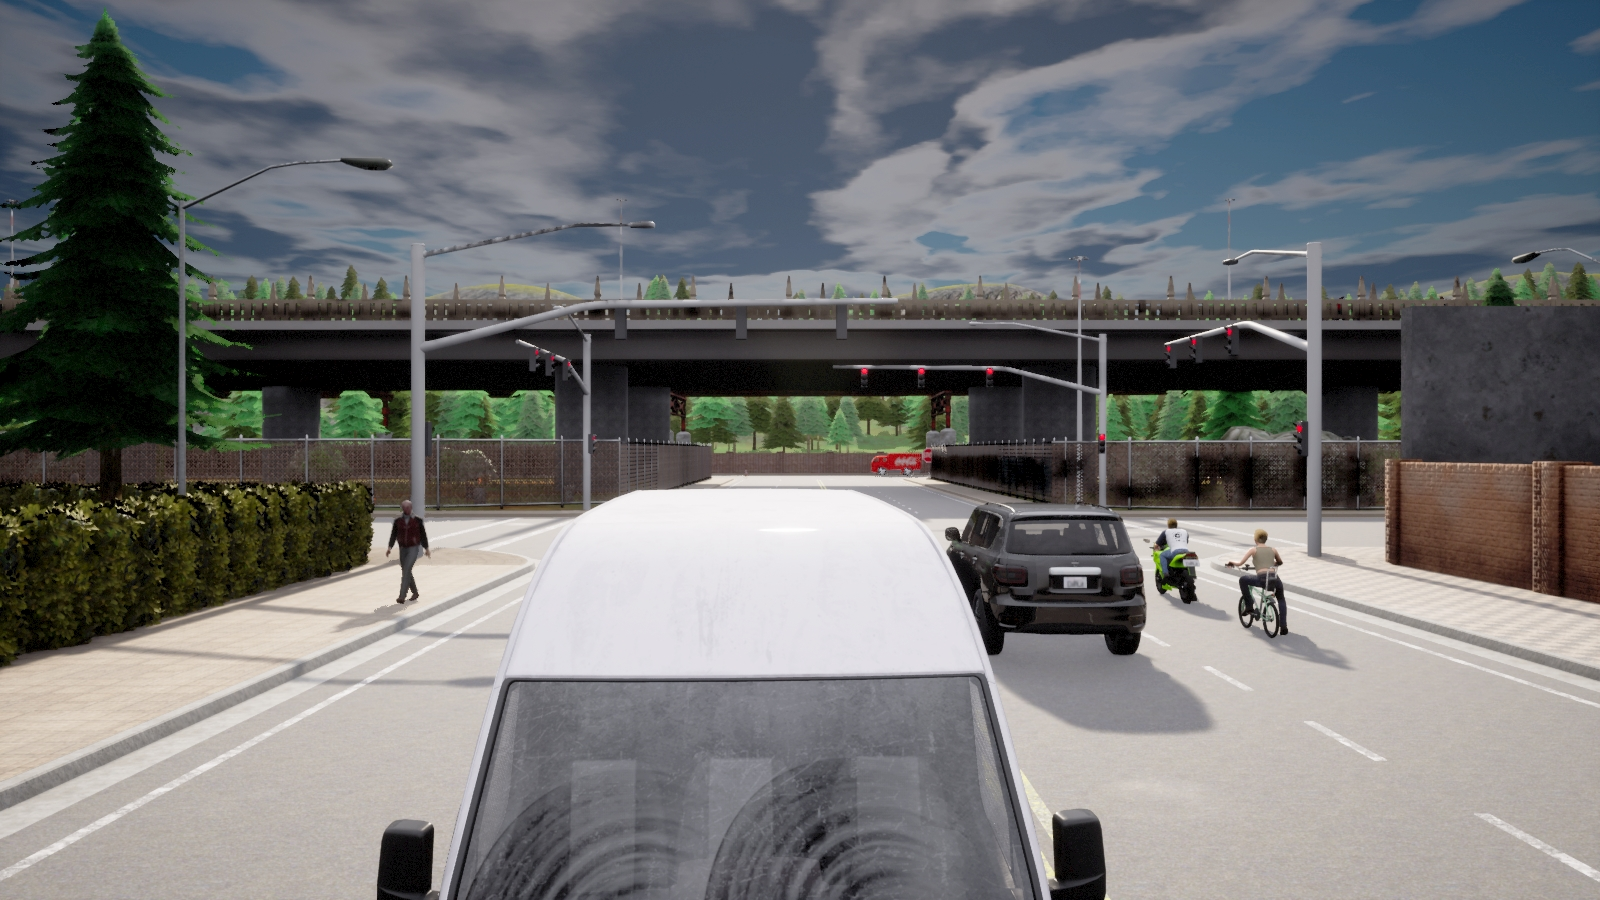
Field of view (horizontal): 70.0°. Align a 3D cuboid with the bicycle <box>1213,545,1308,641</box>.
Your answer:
[{"bbox_3d":[7.010,2.159,17.481,0.859,1.276,1.487,0,0,0],"label":"bicycle"}]

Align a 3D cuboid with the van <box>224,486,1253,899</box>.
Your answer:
[{"bbox_3d":[-0.245,1.535,5.164,1.988,2.561,5.915,0,0,-3],"label":"van"}]

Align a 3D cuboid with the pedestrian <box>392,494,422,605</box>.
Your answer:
[{"bbox_3d":[-6.728,1.697,19.584,0.375,1.860,0.375,0,0,2],"label":"pedestrian"}]

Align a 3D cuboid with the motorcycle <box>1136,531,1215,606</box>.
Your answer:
[{"bbox_3d":[6.995,2.187,21.401,0.803,1.199,2.033,0,0,0],"label":"motorcycle"}]

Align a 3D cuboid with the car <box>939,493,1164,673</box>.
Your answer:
[{"bbox_3d":[3.496,1.780,17.139,2.150,2.045,5.566,0,0,0],"label":"car"}]

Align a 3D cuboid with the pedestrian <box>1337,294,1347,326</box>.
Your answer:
[{"bbox_3d":[32.120,-8.300,67.701,0.375,1.860,0.375,0,0,0],"label":"pedestrian"}]

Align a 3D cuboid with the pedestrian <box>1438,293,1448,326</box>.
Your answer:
[{"bbox_3d":[38.002,-8.300,67.566,0.375,1.860,0.375,0,0,-1],"label":"pedestrian"}]
